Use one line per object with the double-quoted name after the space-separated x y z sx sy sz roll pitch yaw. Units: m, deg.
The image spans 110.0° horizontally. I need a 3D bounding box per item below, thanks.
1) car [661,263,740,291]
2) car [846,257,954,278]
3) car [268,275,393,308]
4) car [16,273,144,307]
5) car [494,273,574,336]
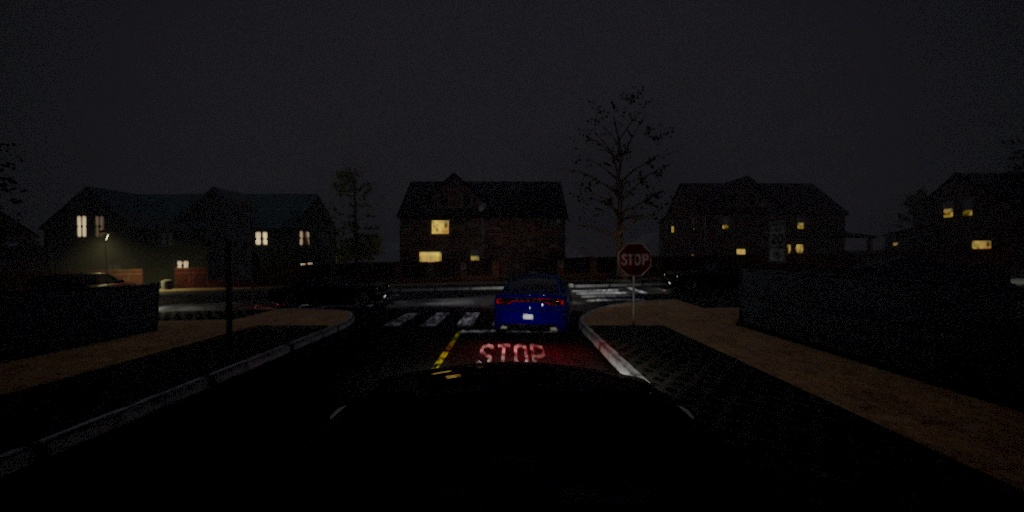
10.407 1.042 18.724 4.718 1.301 1.895 -1 1 -1 "car"
20.064 0.761 18.762 5.357 1.411 2.033 -1 1 0 "car"
-7.814 1.512 15.792 4.718 1.301 1.895 -1 1 0 "car"
-18.701 1.522 15.782 4.553 1.767 2.097 -1 1 0 "car"
0.784 1.230 10.586 1.882 1.535 5.008 0 0 10 "car"
